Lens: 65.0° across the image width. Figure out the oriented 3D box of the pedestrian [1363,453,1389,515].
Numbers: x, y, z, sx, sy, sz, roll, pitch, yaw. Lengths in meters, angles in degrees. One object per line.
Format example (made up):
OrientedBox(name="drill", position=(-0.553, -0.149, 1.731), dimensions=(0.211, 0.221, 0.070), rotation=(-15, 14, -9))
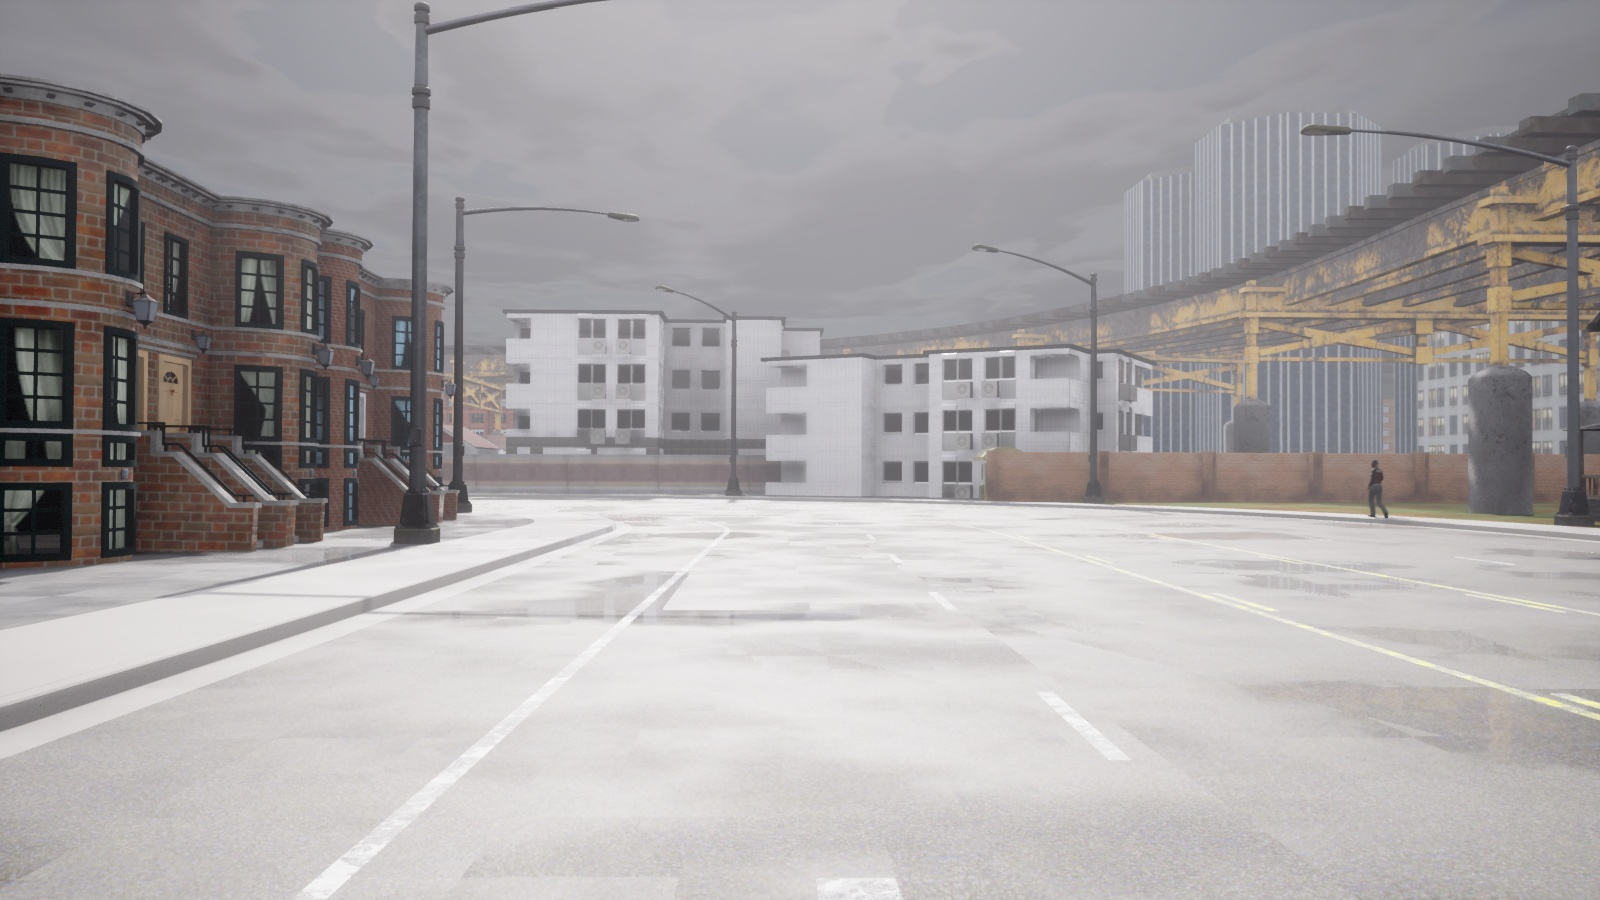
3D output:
OrientedBox(name="pedestrian", position=(18.048, 1.057, 39.353), dimensions=(0.402, 1.930, 0.666), rotation=(0, -1, -17))
